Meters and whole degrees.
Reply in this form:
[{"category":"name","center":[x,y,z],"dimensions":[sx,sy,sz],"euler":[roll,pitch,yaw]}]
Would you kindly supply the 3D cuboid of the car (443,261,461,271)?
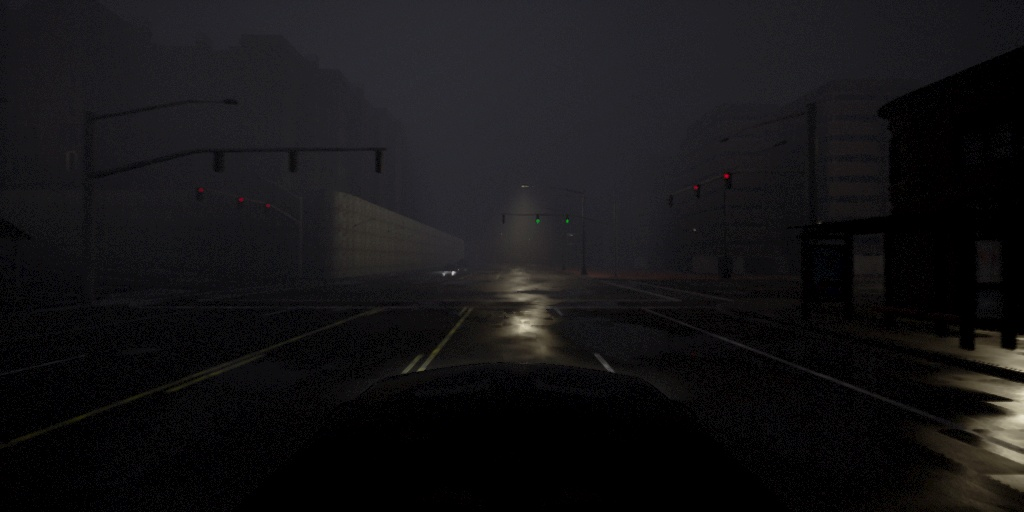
[{"category":"car","center":[-10.494,1.906,61.376],"dimensions":[1.895,1.301,4.718],"euler":[0,-1,1]}]
